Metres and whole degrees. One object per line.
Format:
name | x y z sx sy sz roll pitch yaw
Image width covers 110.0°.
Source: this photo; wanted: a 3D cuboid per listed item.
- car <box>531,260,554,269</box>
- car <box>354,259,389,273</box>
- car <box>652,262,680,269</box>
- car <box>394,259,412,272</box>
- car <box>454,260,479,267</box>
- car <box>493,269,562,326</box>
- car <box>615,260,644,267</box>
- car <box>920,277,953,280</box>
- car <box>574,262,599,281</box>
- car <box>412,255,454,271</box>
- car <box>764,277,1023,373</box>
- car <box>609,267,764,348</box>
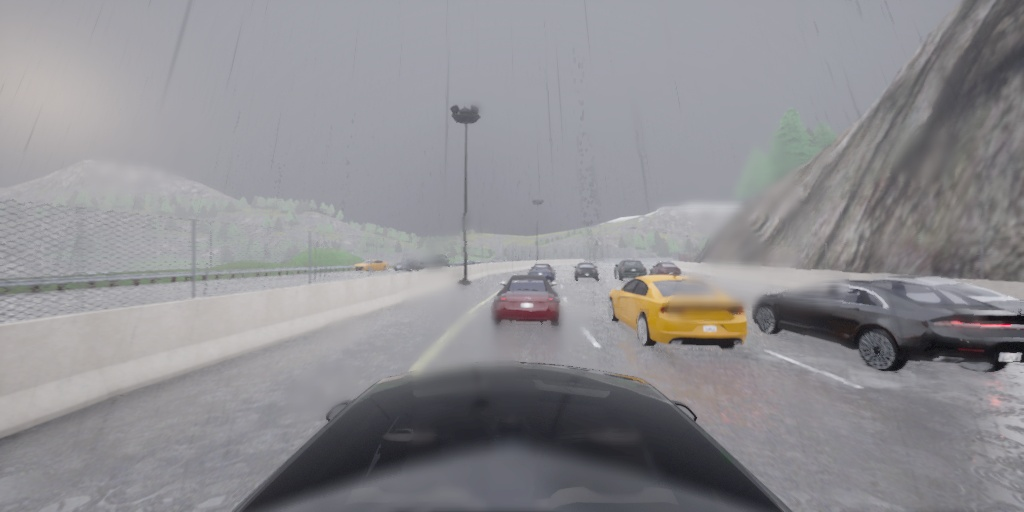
car | 2.403 1.281 28.551 1.994 1.385 4.181 0 0 9
car | -16.540 1.135 42.325 1.882 1.535 5.008 0 0 13
car | 13.646 1.262 31.913 1.812 1.442 4.674 0 0 11
car | -12.579 1.155 43.934 2.128 1.511 4.902 0 0 13
car | -5.493 1.227 43.673 2.033 1.411 5.357 0 0 14
car | 0.530 1.301 11.720 1.994 1.385 4.181 0 0 4
car | 9.678 1.083 29.555 2.097 1.767 4.553 0 0 10
car | 10.902 1.287 9.873 1.812 1.442 4.674 0 0 3
car | 6.183 1.249 29.967 1.812 1.442 4.674 0 0 10
car | -9.271 0.895 42.799 2.150 2.045 5.566 0 0 13
car | 7.306 1.249 7.614 2.128 1.511 4.902 0 0 2
car | 3.873 1.225 9.291 1.882 1.535 5.008 0 0 2
